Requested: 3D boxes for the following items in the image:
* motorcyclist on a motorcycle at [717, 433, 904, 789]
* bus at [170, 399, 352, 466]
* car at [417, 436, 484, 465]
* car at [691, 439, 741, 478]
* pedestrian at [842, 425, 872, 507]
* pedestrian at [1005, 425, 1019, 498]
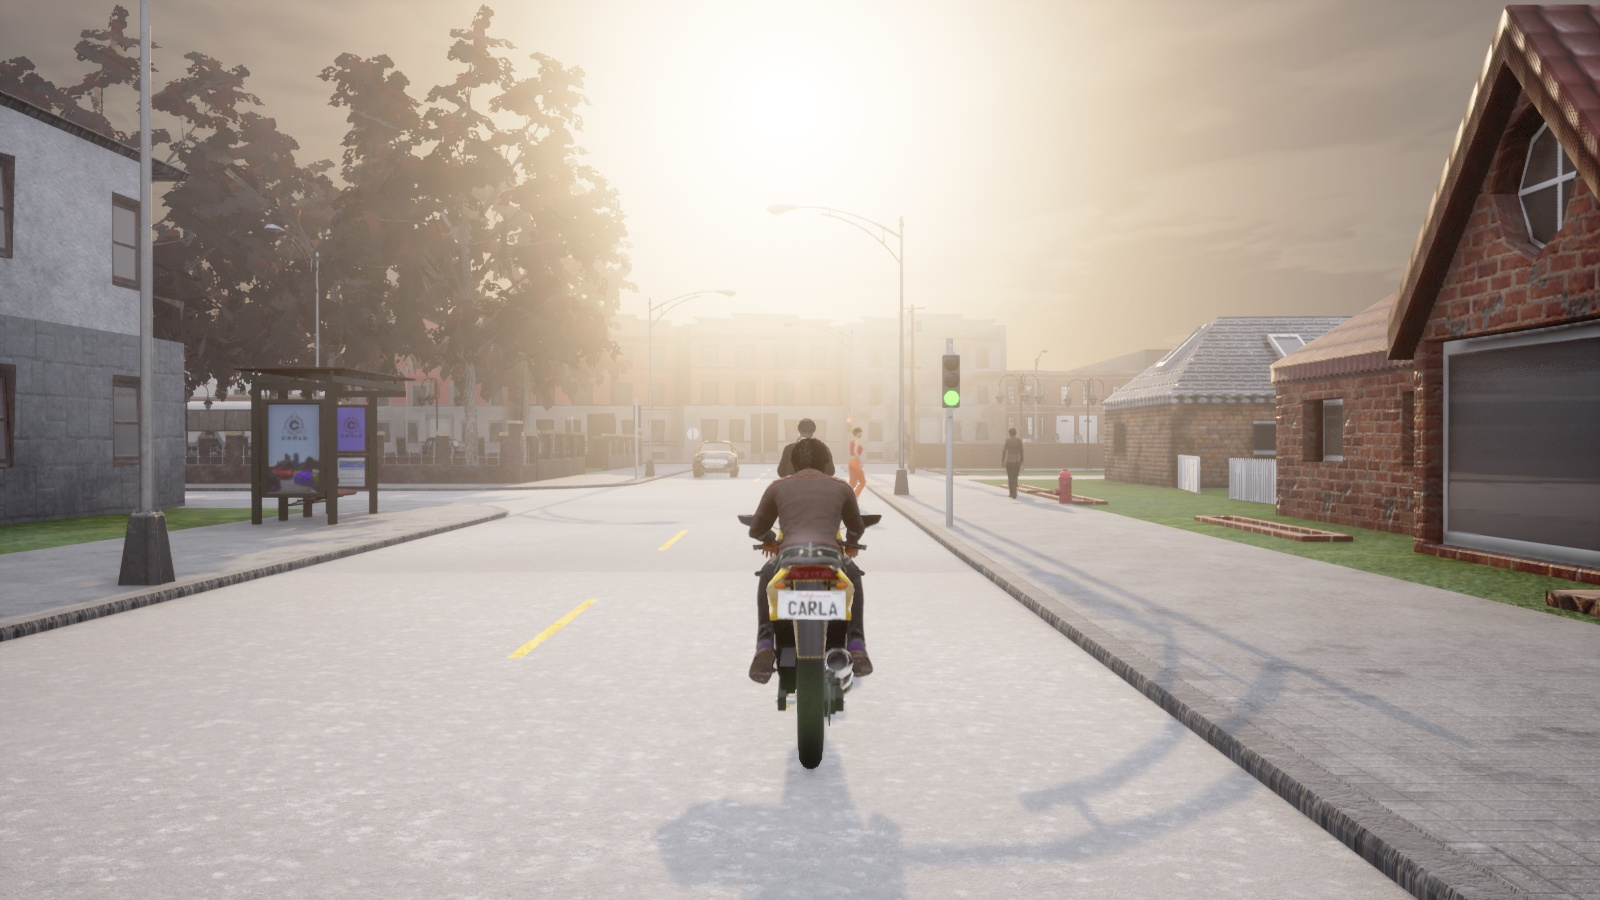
[{"bbox_3d":[0.050,0.692,6.408,0.797,1.523,2.044,0,0,0],"label":"motorcyclist on a motorcycle"},{"bbox_3d":[-35.270,-1.124,82.490,10.273,4.253,3.944,0,0,1],"label":"bus"},{"bbox_3d":[-22.915,0.058,82.453,3.866,1.878,1.905,0,0,1],"label":"car"},{"bbox_3d":[-3.748,0.354,56.532,2.033,1.649,4.856,0,0,-1],"label":"car"},{"bbox_3d":[1.296,0.353,28.377,0.594,1.836,0.345,0,0,-20],"label":"pedestrian"},{"bbox_3d":[5.292,0.274,31.346,0.328,1.805,0.869,0,0,8],"label":"pedestrian"}]
